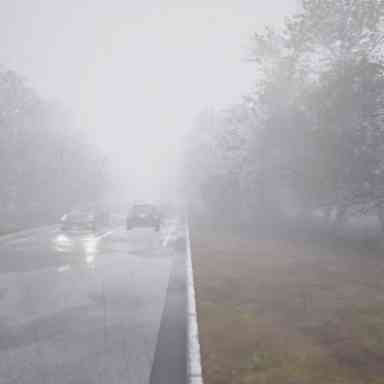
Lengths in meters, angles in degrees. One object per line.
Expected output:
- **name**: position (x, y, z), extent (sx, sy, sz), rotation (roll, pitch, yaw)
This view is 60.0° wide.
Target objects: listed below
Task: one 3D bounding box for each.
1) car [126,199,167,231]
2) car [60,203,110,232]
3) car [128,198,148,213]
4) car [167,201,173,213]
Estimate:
- **car**: position (-3.093, 1.578, 22.690), extent (2.097, 1.767, 4.553), rotation (1, -1, -1)
- **car**: position (-6.755, 1.523, 21.381), extent (2.097, 1.767, 4.553), rotation (1, -1, -1)
- **car**: position (-7.179, 1.775, 44.563), extent (2.097, 1.767, 4.553), rotation (1, 0, -1)
- **car**: position (-3.580, 1.944, 44.700), extent (1.882, 1.535, 5.008), rotation (1, -1, -1)
